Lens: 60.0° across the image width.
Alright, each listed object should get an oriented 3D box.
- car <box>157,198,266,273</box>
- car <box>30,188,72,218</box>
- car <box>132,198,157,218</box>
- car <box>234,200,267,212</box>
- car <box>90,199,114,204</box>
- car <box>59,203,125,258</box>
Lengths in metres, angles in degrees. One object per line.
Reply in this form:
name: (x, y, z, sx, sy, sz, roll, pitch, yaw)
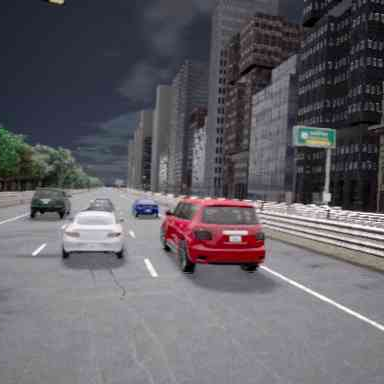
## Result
car: (0.423, 1.237, 10.953, 2.150, 2.045, 5.566, 3, 0, -14)
car: (-10.181, 0.737, 24.264, 2.150, 2.045, 5.566, 3, 0, -14)
car: (-4.024, 1.283, 28.376, 1.882, 1.535, 5.008, 3, 0, -14)
car: (8.929, 2.064, 51.007, 2.128, 1.511, 4.902, 3, 0, -32)
car: (-7.200, 1.220, 26.659, 1.994, 1.385, 4.181, 3, 0, -14)
car: (-3.399, 1.362, 11.785, 1.812, 1.442, 4.674, 3, 0, -14)
